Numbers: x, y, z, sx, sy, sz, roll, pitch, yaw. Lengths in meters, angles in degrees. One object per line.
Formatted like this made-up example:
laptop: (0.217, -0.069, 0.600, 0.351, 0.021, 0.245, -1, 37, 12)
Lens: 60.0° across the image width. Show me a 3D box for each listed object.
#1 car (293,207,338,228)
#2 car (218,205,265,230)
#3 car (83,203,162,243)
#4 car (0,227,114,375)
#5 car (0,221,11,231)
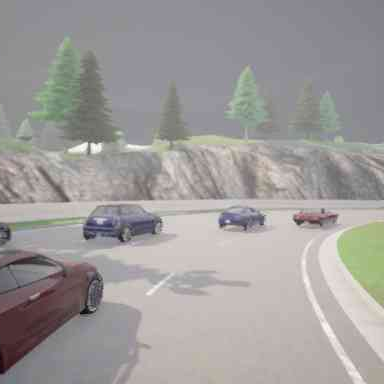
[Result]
car: (8.926, 1.745, 23.739, 1.895, 1.301, 4.718, 1, 0, 38)
car: (3.287, 1.599, 21.609, 1.812, 1.442, 4.674, 0, 0, 31)
car: (-3.217, 1.339, 16.347, 2.097, 1.767, 4.553, 1, 0, 21)
car: (-2.844, 1.499, 4.638, 1.812, 1.442, 4.674, 0, 0, 7)
car: (-8.703, 1.406, 11.786, 2.128, 1.511, 4.902, 1, 0, 14)
